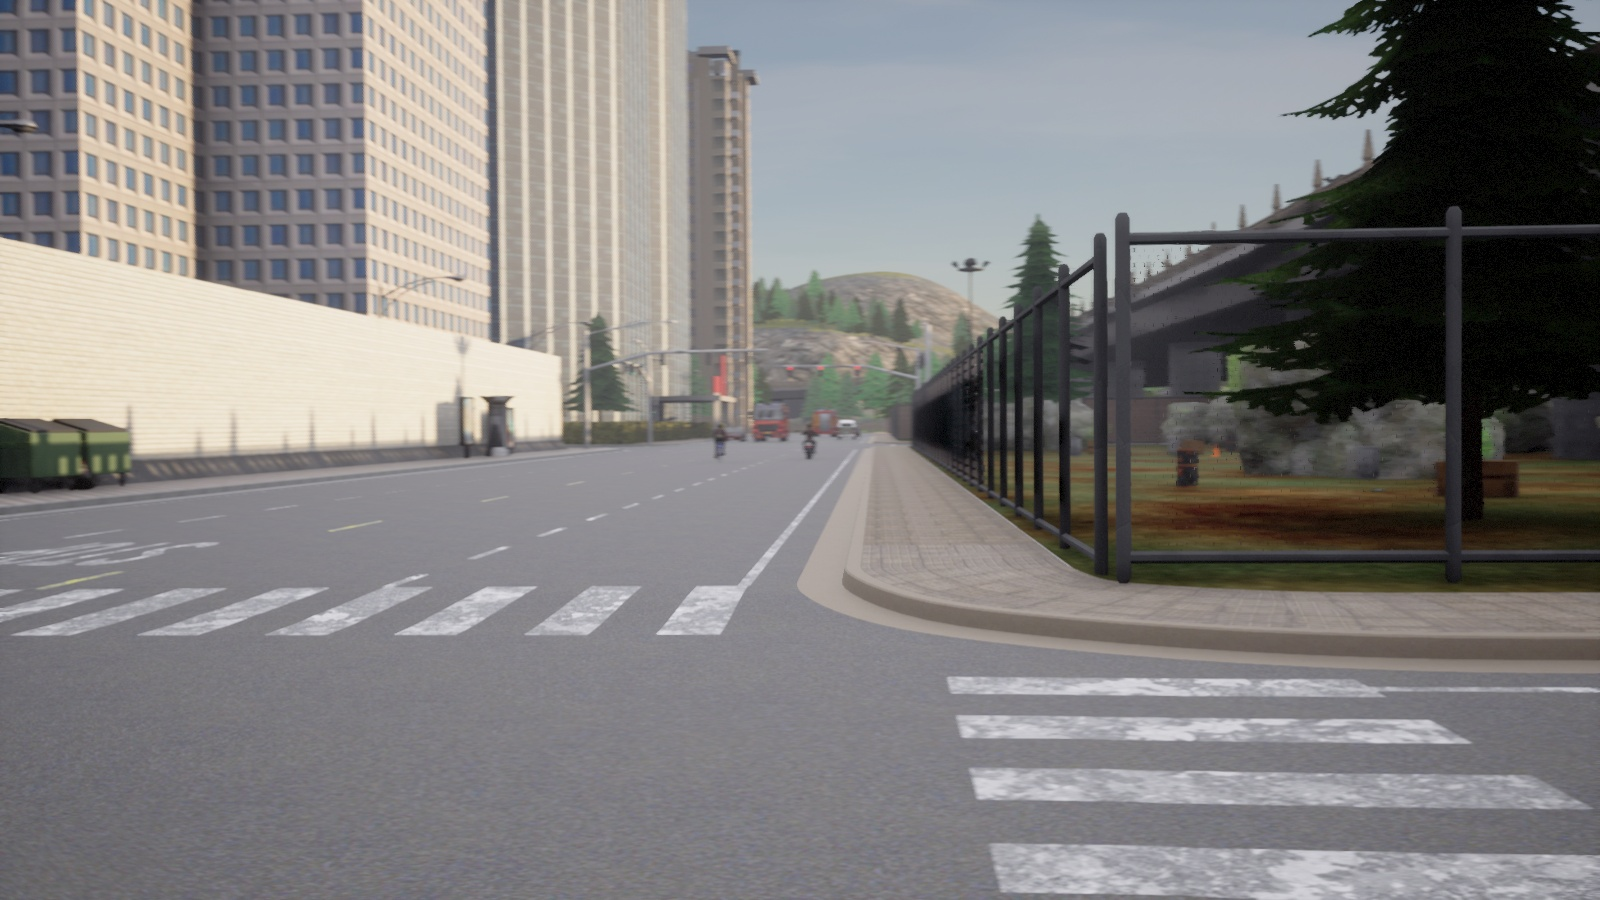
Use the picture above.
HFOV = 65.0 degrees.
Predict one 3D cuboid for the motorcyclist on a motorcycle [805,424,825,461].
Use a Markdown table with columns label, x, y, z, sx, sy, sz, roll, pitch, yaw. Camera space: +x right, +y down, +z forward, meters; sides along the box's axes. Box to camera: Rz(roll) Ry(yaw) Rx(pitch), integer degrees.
| label | x | y | z | sx | sy | sz | roll | pitch | yaw |
| --- | --- | --- | --- | --- | --- | --- | --- | --- | --- |
| motorcyclist on a motorcycle | 0.706 | -0.334 | 56.943 | 0.766 | 1.649 | 2.350 | 0 | 1 | 4 |
